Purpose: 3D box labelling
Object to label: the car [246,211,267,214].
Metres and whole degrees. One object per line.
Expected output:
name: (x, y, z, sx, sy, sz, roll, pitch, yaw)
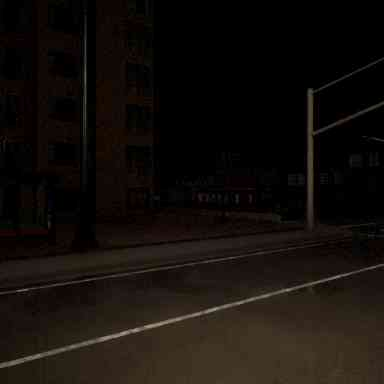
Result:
car: (6.395, 2.699, 35.323, 2.033, 1.411, 5.357, 0, -9, -36)
